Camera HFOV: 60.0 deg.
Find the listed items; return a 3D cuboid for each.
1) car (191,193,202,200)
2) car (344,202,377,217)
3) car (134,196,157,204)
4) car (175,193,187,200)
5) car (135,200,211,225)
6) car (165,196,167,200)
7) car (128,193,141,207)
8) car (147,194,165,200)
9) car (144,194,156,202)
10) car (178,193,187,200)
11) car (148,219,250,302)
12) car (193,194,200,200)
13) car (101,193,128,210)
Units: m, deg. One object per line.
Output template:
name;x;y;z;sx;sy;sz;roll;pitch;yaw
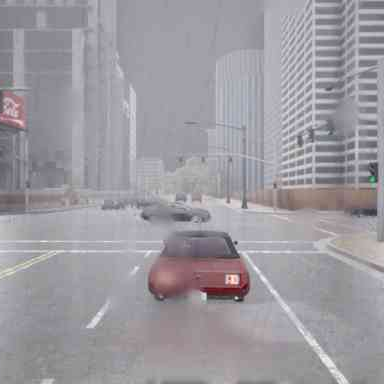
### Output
car;1.012;1.216;73.311;2.150;2.045;5.566;0;0;1
car;16.532;1.601;30.367;4.718;1.301;1.895;0;0;1
car;-6.460;1.601;46.788;1.895;1.301;4.718;0;0;1
car;-2.487;1.216;73.360;2.150;2.045;5.566;0;0;1
car;-1.162;1.491;23.321;4.902;1.511;2.128;0;0;0
car;-6.094;1.477;67.238;1.882;1.535;5.008;0;0;1
car;-9.868;1.221;51.991;2.150;2.045;5.566;0;0;1
car;-6.313;1.564;56.790;1.994;1.385;4.181;0;0;0
car;-9.454;1.346;75.803;2.097;1.767;4.553;0;0;1
car;-2.338;1.184;84.000;2.097;1.767;4.553;0;0;1
car;0.211;1.601;8.239;1.895;1.301;4.718;0;0;2
car;1.162;1.353;83.981;1.812;1.442;4.674;0;0;1
car;-10.022;1.352;42.408;2.097;1.767;4.553;0;0;1
